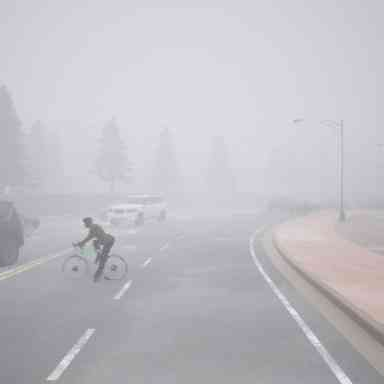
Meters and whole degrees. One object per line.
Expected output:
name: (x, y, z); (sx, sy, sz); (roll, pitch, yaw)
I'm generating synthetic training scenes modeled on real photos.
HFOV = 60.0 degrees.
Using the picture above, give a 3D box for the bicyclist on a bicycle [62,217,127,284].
bicyclist on a bicycle: (-2.436, 1.453, 8.306); (1.656, 1.620, 0.582); (-1, 0, 2)

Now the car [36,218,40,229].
car: (-9.372, 1.601, 15.659); (1.895, 1.301, 4.718); (0, 0, 9)

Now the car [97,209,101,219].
car: (-5.802, 1.503, 27.681); (1.837, 1.490, 4.892); (0, 0, 25)

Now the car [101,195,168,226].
car: (-3.684, 1.220, 23.699); (2.150, 2.045, 5.566); (0, 0, 22)

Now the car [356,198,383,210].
car: (23.975, 1.547, 43.401); (5.357, 1.411, 2.033); (0, 0, -23)

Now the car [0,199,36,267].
car: (-6.658, 1.223, 8.579); (2.150, 2.045, 5.566); (0, 0, 5)

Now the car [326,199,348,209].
car: (18.748, 1.601, 44.554); (4.718, 1.301, 1.895); (0, 0, -30)

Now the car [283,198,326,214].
car: (11.964, 1.601, 35.210); (1.895, 1.301, 4.718); (0, 0, 45)

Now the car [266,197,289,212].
car: (10.608, 1.352, 38.558); (4.553, 1.767, 2.097); (0, 0, -44)
